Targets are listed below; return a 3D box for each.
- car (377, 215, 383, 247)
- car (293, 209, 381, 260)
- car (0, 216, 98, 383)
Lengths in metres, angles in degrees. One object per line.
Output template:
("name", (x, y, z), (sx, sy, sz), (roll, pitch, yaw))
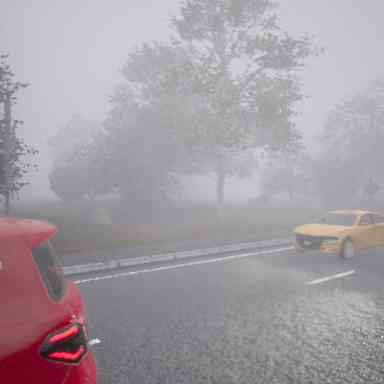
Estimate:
("car", (7.621, 1.442, 9.426), (4.902, 1.511, 2.128), (0, 0, -35))
("car", (5.857, 1.426, 12.466), (5.008, 1.535, 1.882), (0, 0, -35))
("car", (-3.325, 1.230, 1.618), (5.566, 2.045, 2.150), (0, 0, -36))
